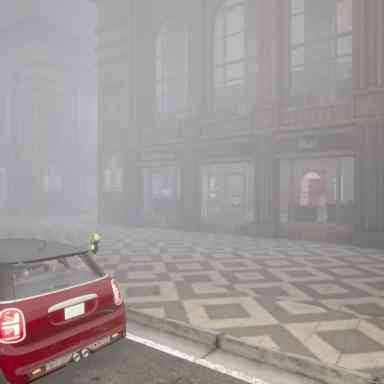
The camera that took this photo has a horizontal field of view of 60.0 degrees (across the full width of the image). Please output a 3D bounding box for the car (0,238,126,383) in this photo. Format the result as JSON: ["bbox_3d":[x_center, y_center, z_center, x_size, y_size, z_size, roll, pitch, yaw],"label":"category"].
[{"bbox_3d":[-2.974,1.440,5.086,4.097,1.590,1.967,0,0,36],"label":"car"}]
